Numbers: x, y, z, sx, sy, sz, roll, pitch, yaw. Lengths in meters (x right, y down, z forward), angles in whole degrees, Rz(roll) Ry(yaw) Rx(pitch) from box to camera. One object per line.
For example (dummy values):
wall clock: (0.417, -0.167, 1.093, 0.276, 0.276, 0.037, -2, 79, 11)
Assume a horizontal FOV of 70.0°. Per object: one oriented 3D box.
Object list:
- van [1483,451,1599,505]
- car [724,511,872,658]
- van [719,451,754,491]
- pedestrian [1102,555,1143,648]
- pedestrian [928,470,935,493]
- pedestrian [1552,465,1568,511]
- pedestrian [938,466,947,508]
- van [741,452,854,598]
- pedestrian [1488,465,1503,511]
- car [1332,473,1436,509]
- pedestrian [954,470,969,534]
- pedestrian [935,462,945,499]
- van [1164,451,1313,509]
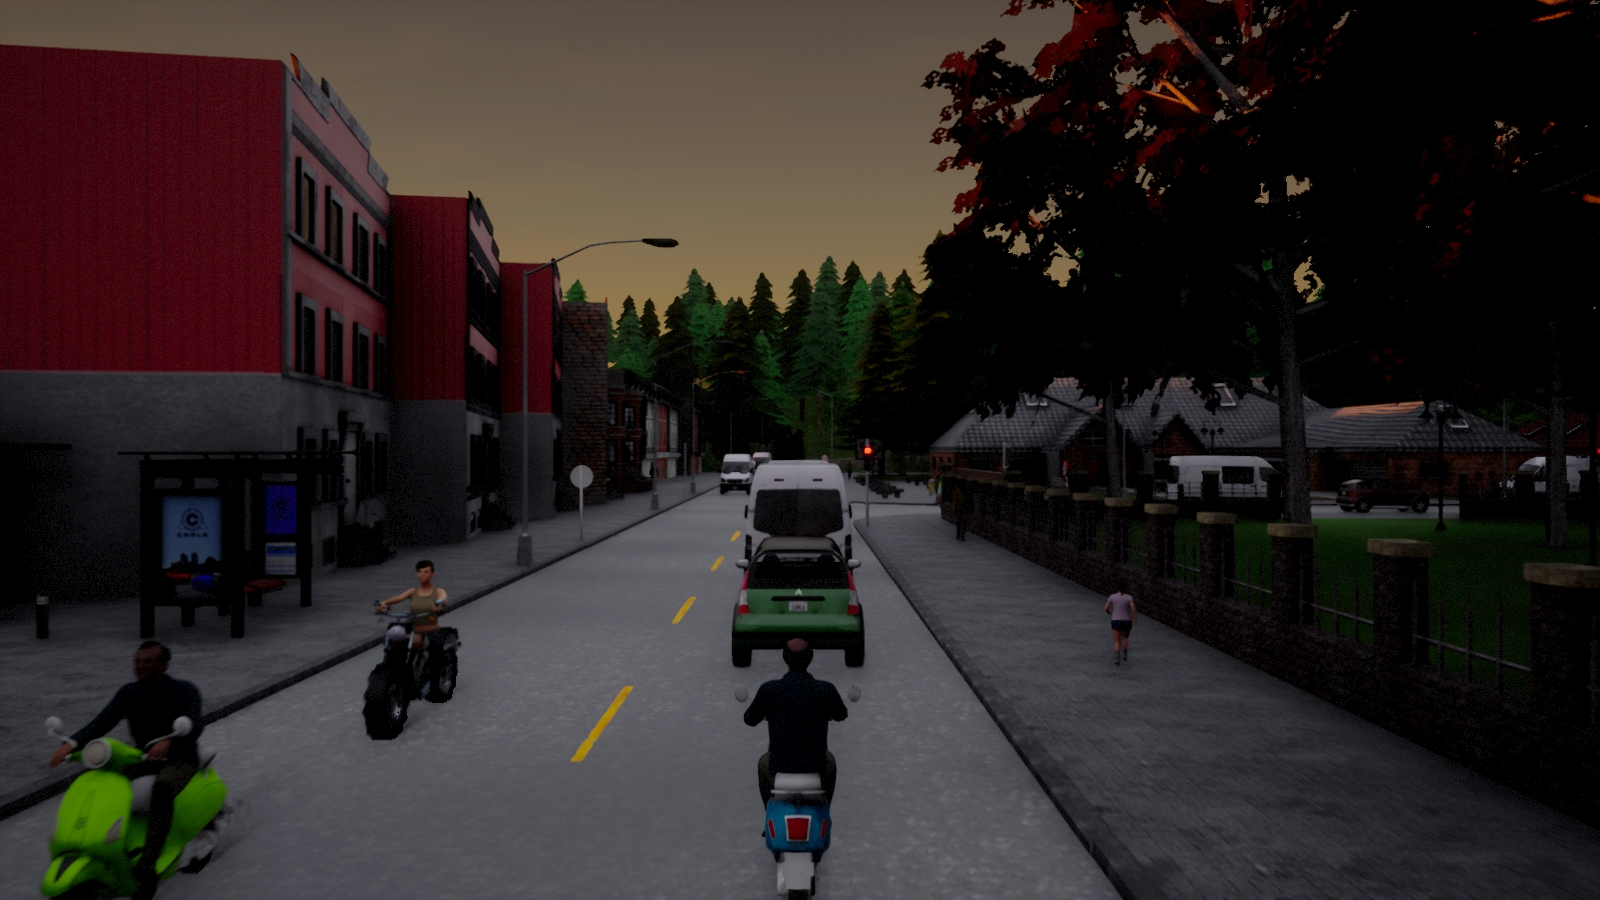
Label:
van: (36.648, 1.314, 55.275, 5.915, 2.561, 1.988, 0, 0, 3)
car: (-0.026, 1.779, 16.225, 1.851, 1.617, 3.988, 0, 0, 0)
van: (-4.120, 1.314, 74.733, 1.988, 2.561, 5.915, 0, 0, 0)
pedestrian: (4.088, 1.904, 14.500, 0.500, 1.100, 0.500, 0, 0, 15)
pedestrian: (7.537, 1.804, 65.569, 0.375, 1.300, 0.375, 0, 0, 1)
pedestrian: (30.650, 1.525, 46.080, 0.375, 1.860, 0.375, 0, 0, 0)
pedestrian: (6.288, 1.629, 50.343, 0.375, 1.860, 0.375, 0, 0, 13)
van: (-0.046, 1.314, 23.010, 1.988, 2.561, 5.915, 0, 0, 0)
pedestrian: (28.295, 1.525, 46.498, 0.375, 1.860, 0.375, 0, 0, -10)
car: (26.114, 1.806, 51.164, 3.705, 1.549, 1.789, 0, 0, 0)
pedestrian: (4.747, 1.525, 33.534, 0.375, 1.860, 0.375, 0, 0, -1)
pedestrian: (7.011, 1.537, 57.272, 0.375, 1.860, 0.375, 0, 0, -41)
van: (19.577, 1.314, 51.225, 5.915, 2.561, 1.988, 0, 0, 1)
